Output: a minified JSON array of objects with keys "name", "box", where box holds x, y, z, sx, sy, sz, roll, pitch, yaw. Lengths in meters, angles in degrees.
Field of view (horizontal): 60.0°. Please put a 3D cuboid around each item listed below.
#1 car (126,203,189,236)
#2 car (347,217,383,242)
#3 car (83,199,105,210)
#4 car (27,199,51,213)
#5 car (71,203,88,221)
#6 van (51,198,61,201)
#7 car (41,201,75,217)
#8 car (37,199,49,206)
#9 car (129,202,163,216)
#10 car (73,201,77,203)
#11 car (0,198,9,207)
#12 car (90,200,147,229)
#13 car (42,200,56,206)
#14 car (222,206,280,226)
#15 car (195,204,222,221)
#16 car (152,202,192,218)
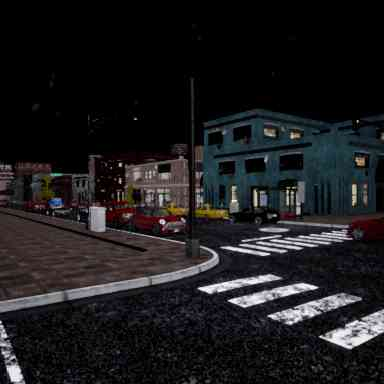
[{"name":"car","box":[-2.069,1.673,20.301,1.967,1.590,4.097,-1,0,-37]},{"name":"car","box":[9.309,1.573,14.633,1.812,1.442,4.674,-1,0,-37]},{"name":"car","box":[-15.539,2.002,52.503,1.967,1.590,4.097,-1,0,-37]},{"name":"car","box":[-22.266,1.952,47.558,2.192,1.841,5.009,-1,0,-37]},{"name":"car","box":[-8.798,1.918,29.387,2.008,1.369,4.403,-1,0,-37]},{"name":"van","box":[-29.002,2.173,70.675,1.690,1.788,3.998,-1,0,-37]},{"name":"car","box":[-15.530,2.053,38.472,2.008,1.369,4.403,-1,0,-37]},{"name":"car","box":[-35.829,2.494,79.898,1.752,1.417,4.829,-1,0,-37]},{"name":"car","box":[-5.439,1.911,38.875,2.008,1.369,4.403,-1,0,-37]},{"name":"car","box":[-22.266,2.279,61.589,1.802,1.307,4.206,-1,0,-37]},{"name":"car","box":[-42.492,2.357,74.790,2.192,1.841,5.009,-1,0,-37]},{"name":"car","box":[-5.438,1.616,24.843,2.192,1.841,5.009,-1,0,-37]},{"name":"car","box":[-32.362,2.444,75.218,1.887,1.381,4.507,-1,0,-37]},{"name":"car","box":[4.658,1.725,25.246,1.947,1.339,4.313,-1,0,-37]},{"name":"car","box":[1.190,1.753,29.926,1.752,1.417,4.829,-1,0,-37]},{"name":"car","box":[-2.176,1.820,34.468,1.752,1.417,4.829,-1,0,-37]}]
